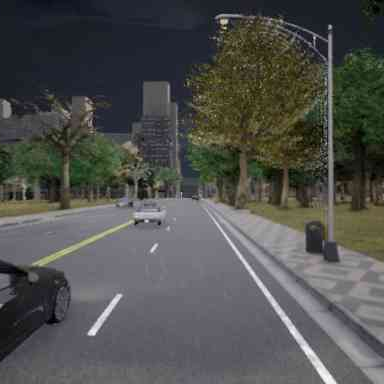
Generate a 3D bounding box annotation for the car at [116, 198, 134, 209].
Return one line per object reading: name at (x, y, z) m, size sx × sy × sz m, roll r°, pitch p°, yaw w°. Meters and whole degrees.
car at (-9.472, 1.632, 47.204) m, size 2.128 × 1.511 × 4.902 m, roll 0°, pitch 0°, yaw 1°

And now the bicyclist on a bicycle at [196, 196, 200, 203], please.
bicyclist on a bicycle at (1.522, 1.867, 83.974) m, size 0.866 × 1.612 × 1.509 m, roll 0°, pitch -1°, yaw 0°

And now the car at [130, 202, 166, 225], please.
car at (-2.975, 1.646, 24.242) m, size 1.895 × 1.301 × 4.718 m, roll 0°, pitch 0°, yaw 0°

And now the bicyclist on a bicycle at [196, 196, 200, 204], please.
bicyclist on a bicycle at (1.456, 1.718, 74.645) m, size 0.659 × 1.776 × 1.843 m, roll 0°, pitch 0°, yaw 0°

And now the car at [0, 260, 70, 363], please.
car at (-3.138, 1.524, 4.173) m, size 1.812 × 1.442 × 4.674 m, roll 0°, pitch 0°, yaw 0°

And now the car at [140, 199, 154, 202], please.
car at (-6.229, 1.708, 46.724) m, size 1.994 × 1.385 × 4.181 m, roll 0°, pitch 0°, yaw 1°
